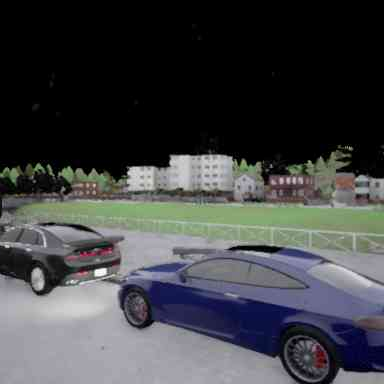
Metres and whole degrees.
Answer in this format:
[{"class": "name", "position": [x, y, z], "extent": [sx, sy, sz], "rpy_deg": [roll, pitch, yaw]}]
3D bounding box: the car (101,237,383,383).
[{"class": "car", "position": [0.825, 1.582, 5.380], "extent": [4.674, 1.442, 1.812], "rpy_deg": [0, -1, 36]}]

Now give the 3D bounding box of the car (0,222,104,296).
[{"class": "car", "position": [-4.008, 1.567, 8.936], "extent": [4.892, 1.490, 1.837], "rpy_deg": [0, -1, 36]}]
